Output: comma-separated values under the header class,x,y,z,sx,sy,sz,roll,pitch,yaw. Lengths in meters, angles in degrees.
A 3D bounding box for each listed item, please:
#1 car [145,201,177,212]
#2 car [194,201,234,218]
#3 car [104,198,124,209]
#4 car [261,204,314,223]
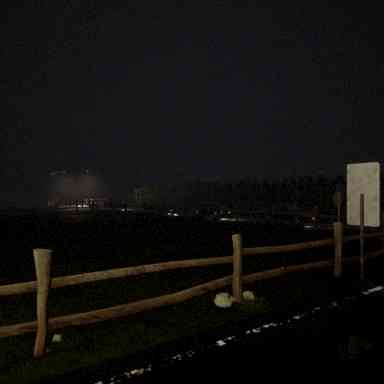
class,x,y,z,sx,sy,sz,roll,pitch,yaw
car,-3.989,1.837,41.912,2.033,1.411,5.357,0,0,-36
car,2.098,1.707,33.363,1.837,1.490,4.892,0,0,-35
car,-12.627,1.772,54.204,2.097,1.767,4.553,0,0,-35
car,7.414,1.653,25.884,1.812,1.442,4.674,0,0,-35
